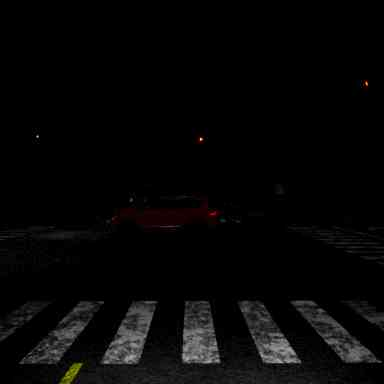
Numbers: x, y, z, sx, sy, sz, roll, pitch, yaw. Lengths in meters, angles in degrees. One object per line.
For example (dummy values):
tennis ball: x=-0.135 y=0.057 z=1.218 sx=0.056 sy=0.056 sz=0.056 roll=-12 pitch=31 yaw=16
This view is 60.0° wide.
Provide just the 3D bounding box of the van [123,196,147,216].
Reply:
van: x=-5.648 y=1.343 z=33.428 sx=1.690 sy=1.788 sz=3.998 roll=0 pitch=0 yaw=0

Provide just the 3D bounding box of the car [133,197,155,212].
car: x=-5.611 y=1.443 z=39.096 sx=1.967 sy=1.590 sz=4.097 roll=0 pitch=0 yaw=0

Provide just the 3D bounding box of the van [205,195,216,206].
van: x=3.025 y=1.344 z=56.051 sx=1.690 sy=1.788 sz=3.998 roll=0 pitch=0 yaw=0

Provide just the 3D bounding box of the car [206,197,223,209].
car: x=2.951 y=1.443 z=44.713 sx=1.967 sy=1.590 sz=4.097 roll=0 pitch=0 yaw=0

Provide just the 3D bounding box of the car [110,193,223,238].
car: x=-1.407 y=1.220 z=17.386 sx=5.566 sy=2.045 sz=2.150 roll=0 pitch=0 yaw=0

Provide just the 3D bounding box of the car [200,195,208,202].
car: x=2.860 y=1.453 z=79.561 sx=1.801 sy=1.575 sz=5.366 roll=0 pitch=0 yaw=0

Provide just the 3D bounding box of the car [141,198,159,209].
car: x=-5.574 y=1.569 z=44.765 sx=1.947 sy=1.339 sz=4.313 roll=0 pitch=0 yaw=0

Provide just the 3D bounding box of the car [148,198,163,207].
car: x=-5.537 y=1.585 z=50.433 sx=1.802 sy=1.307 sz=4.206 roll=0 pitch=0 yaw=0

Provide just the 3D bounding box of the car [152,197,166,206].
car: x=-5.501 y=1.569 z=56.101 sx=1.947 sy=1.339 sz=4.313 roll=0 pitch=0 yaw=0

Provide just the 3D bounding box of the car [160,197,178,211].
car: x=-2.831 y=1.481 z=42.064 sx=1.882 sy=1.535 sz=5.008 roll=0 pitch=0 yaw=1

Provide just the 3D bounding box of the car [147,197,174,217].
car: x=-2.938 y=1.354 z=32.126 sx=2.097 sy=1.767 sz=4.553 roll=0 pitch=0 yaw=2

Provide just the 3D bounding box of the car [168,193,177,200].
car: x=-5.281 y=1.307 z=90.110 sx=2.192 sy=1.841 sz=5.009 roll=0 pitch=0 yaw=0

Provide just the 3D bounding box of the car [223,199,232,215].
car: x=2.878 y=1.442 z=33.375 sx=1.967 sy=1.590 sz=4.097 roll=0 pitch=0 yaw=0

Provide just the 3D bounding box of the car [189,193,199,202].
car: x=0.472 y=1.186 z=73.758 sx=2.097 sy=1.767 sz=4.553 roll=0 pitch=0 yaw=0
